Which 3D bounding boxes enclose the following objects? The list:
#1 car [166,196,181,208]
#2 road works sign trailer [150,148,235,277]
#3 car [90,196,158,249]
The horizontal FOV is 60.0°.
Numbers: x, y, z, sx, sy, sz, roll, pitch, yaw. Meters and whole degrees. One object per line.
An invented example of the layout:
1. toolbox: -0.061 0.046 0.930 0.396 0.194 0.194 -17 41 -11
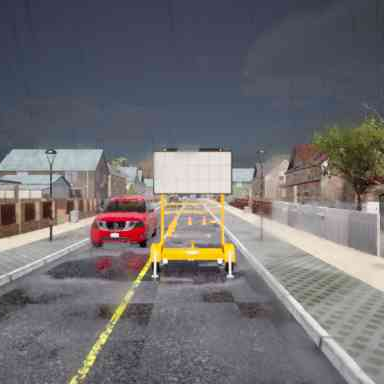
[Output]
1. car: -2.704 1.466 49.832 2.097 1.767 4.553 0 0 0
2. road works sign trailer: 0.023 0.473 10.206 2.380 3.560 2.880 0 0 0
3. car: -2.835 1.237 15.011 2.150 2.045 5.566 0 0 0
